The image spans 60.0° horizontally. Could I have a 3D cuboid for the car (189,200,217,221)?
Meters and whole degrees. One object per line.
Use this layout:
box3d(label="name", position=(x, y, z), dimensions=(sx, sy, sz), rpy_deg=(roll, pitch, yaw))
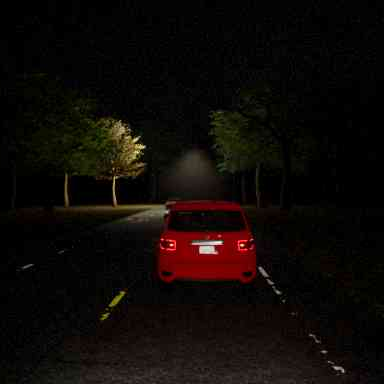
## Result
box3d(label="car", position=(0.896, 1.513, 28.325), dimensions=(2.128, 1.511, 4.902), rpy_deg=(0, 0, 1))

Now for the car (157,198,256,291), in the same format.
box3d(label="car", position=(0.351, 1.227, 9.179), dimensions=(2.150, 2.045, 5.566), rpy_deg=(0, 0, 1))

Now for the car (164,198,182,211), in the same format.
box3d(label="car", position=(-2.343, 1.578, 43.091), dimensions=(1.882, 1.535, 5.008), rpy_deg=(0, -1, 2))
